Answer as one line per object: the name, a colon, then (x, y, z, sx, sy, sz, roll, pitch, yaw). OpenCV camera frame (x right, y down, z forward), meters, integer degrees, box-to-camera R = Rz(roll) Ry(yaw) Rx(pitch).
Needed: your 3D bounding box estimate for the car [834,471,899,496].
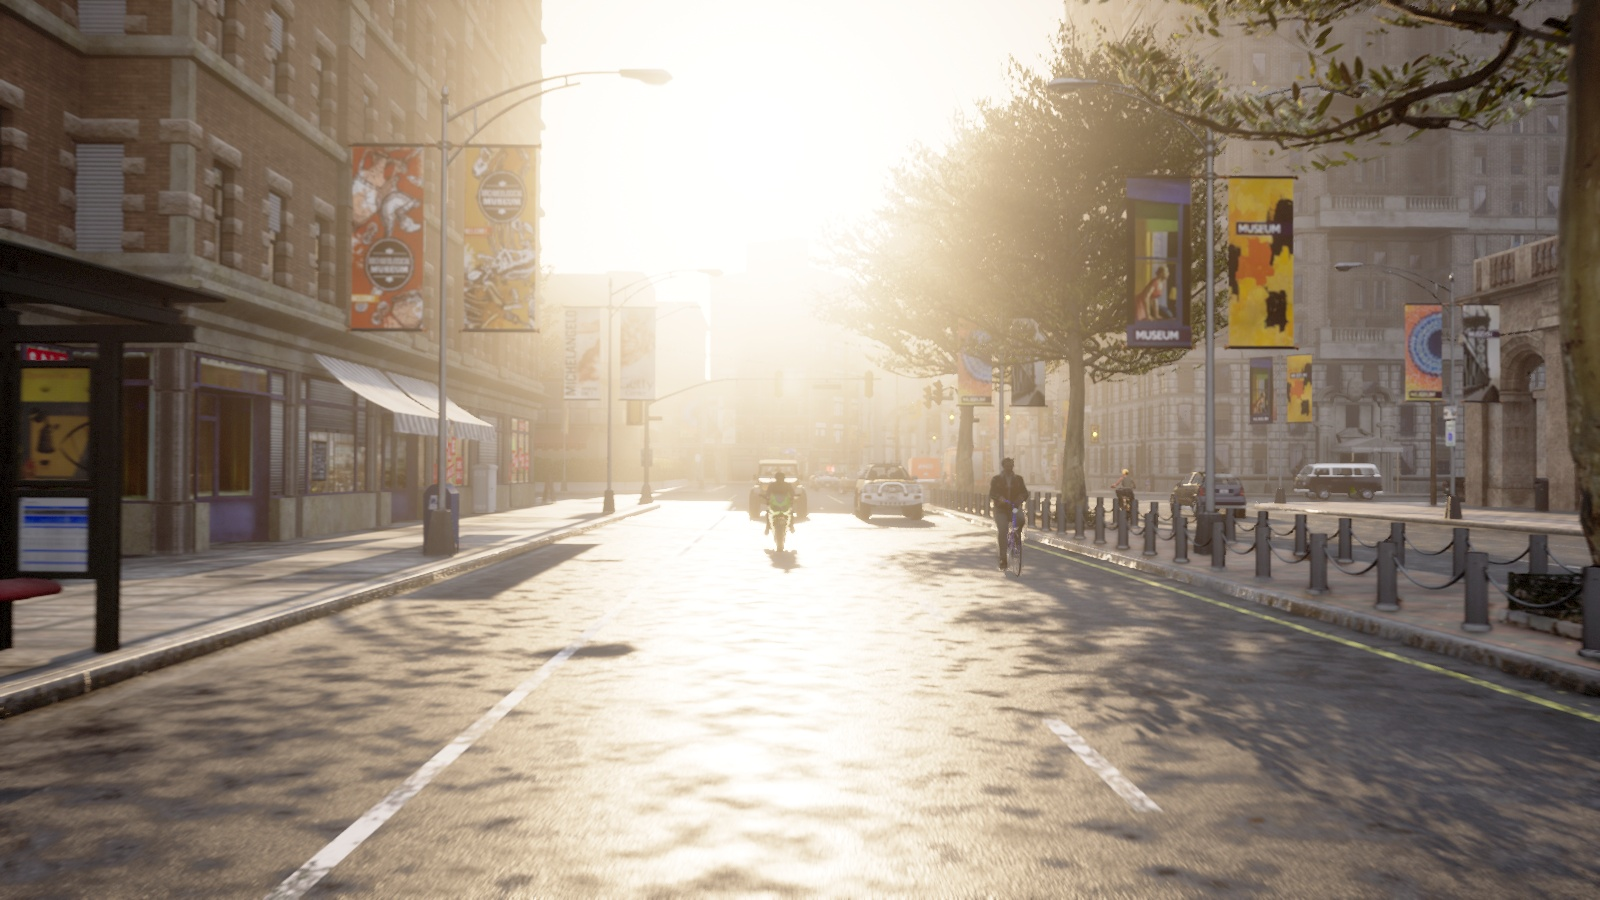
car: (4.061, 2.022, 77.307, 2.163, 1.488, 4.792, 0, -1, -22)

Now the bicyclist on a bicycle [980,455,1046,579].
bicyclist on a bicycle: (3.192, 0.972, 18.961, 0.659, 1.776, 1.843, 0, -1, 0)

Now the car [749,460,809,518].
car: (-0.703, 1.279, 42.169, 1.905, 1.878, 3.866, 0, -1, -1)

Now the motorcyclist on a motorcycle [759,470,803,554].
motorcyclist on a motorcycle: (-0.362, 1.182, 24.455, 0.797, 1.523, 2.044, 0, 0, 0)

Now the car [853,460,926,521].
car: (2.825, 1.260, 40.438, 1.932, 1.855, 4.605, 0, -1, -1)

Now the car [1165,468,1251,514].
car: (14.253, 1.432, 44.050, 1.789, 1.549, 3.705, 0, -1, 0)

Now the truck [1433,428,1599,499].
truck: (36.608, 0.698, 63.335, 7.936, 3.462, 2.891, 0, -1, -1)

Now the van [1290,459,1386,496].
van: (30.015, 1.539, 70.172, 4.480, 2.038, 2.069, 0, -1, -1)

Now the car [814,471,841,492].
car: (2.014, 2.280, 92.233, 1.816, 1.474, 4.193, 0, -1, -1)
